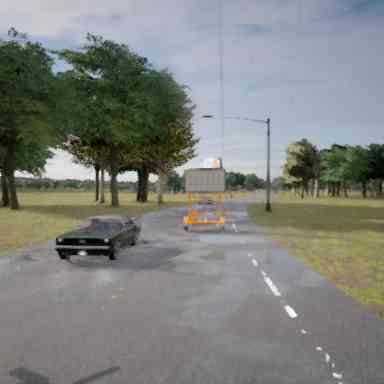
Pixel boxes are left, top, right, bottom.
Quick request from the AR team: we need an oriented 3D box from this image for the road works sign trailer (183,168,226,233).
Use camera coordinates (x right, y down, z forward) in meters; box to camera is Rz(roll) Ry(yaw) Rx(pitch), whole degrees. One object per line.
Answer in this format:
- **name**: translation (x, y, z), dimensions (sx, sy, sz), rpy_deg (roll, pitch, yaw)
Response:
- **road works sign trailer**: translation (0.762, 0.413, 19.308), dimensions (2.380, 3.560, 2.880), rpy_deg (0, 0, 5)

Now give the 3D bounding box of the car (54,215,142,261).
- **car**: translation (-3.225, 1.557, 12.305), dimensions (1.895, 1.301, 4.718), rpy_deg (0, 0, 3)

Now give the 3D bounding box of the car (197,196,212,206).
- **car**: translation (2.036, 1.398, 53.449), dimensions (2.128, 1.511, 4.902), rpy_deg (0, 0, 12)
